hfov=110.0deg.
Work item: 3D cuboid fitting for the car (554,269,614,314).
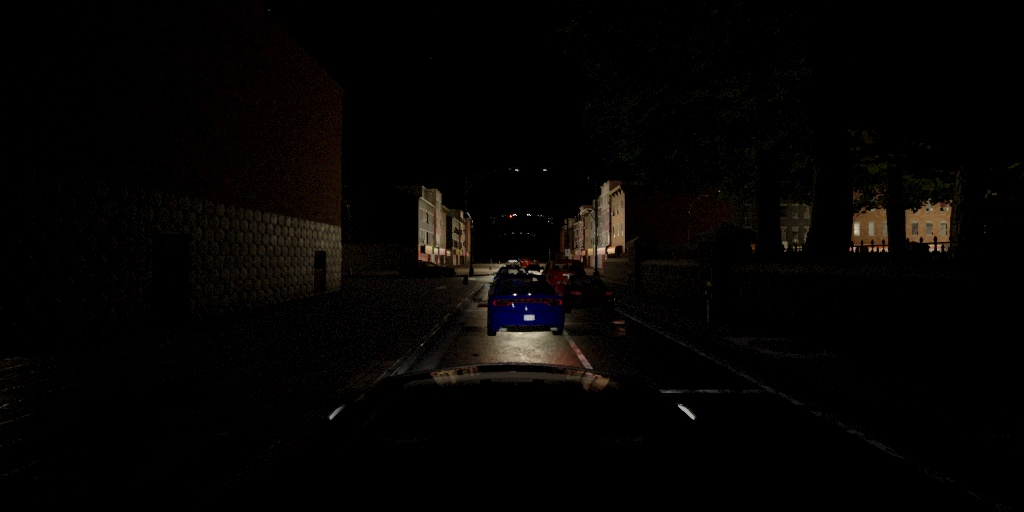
[{"bbox_3d":[2.635,1.338,13.555,1.802,1.307,4.207,0,0,0],"label":"car"}]

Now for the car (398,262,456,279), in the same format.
[{"bbox_3d":[-7.321,1.247,31.025,4.902,1.511,2.128,0,-1,-7],"label":"car"}]

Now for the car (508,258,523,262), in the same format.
[{"bbox_3d":[0.098,1.320,52.406,2.128,1.511,4.902,0,0,0],"label":"car"}]

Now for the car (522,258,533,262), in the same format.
[{"bbox_3d":[2.628,1.355,45.433,1.888,1.381,4.507,0,0,0],"label":"car"}]

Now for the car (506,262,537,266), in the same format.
[{"bbox_3d":[0.066,1.238,18.048,1.882,1.535,5.008,0,0,1],"label":"car"}]

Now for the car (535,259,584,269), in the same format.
[{"bbox_3d":[2.634,1.076,19.004,2.192,1.841,5.009,0,0,0],"label":"car"}]

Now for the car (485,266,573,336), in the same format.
[{"bbox_3d":[0.224,1.231,10.504,1.882,1.535,5.008,0,0,-4],"label":"car"}]

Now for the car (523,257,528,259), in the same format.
[{"bbox_3d":[2.624,1.402,61.744,1.888,1.381,4.507,0,0,0],"label":"car"}]
